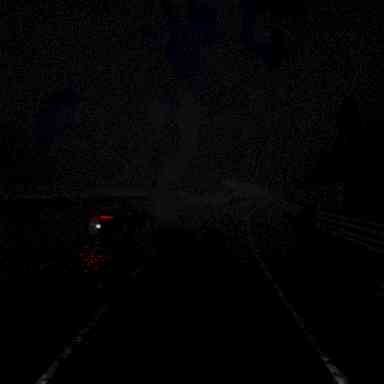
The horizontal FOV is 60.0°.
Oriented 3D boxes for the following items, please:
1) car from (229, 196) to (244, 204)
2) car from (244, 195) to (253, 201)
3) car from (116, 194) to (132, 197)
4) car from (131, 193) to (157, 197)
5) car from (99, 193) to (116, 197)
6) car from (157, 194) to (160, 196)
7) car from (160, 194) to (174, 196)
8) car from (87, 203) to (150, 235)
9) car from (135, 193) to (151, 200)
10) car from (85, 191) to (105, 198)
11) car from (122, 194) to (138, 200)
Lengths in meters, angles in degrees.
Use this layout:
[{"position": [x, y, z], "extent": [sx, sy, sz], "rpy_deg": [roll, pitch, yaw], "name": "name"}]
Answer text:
[{"position": [8.301, 1.579, 64.330], "extent": [2.033, 1.411, 5.357], "rpy_deg": [1, 0, 15], "name": "car"}, {"position": [13.936, 1.661, 85.651], "extent": [1.812, 1.442, 4.674], "rpy_deg": [1, 0, 15], "name": "car"}, {"position": [-12.814, 1.265, 66.616], "extent": [1.837, 1.490, 4.892], "rpy_deg": [1, 0, 15], "name": "car"}, {"position": [-9.419, 1.351, 65.772], "extent": [2.033, 1.411, 5.357], "rpy_deg": [1, 0, 15], "name": "car"}, {"position": [-16.217, 1.317, 67.438], "extent": [1.895, 1.301, 4.718], "rpy_deg": [1, 0, 15], "name": "car"}, {"position": [-8.771, 1.350, 81.911], "extent": [2.128, 1.511, 4.902], "rpy_deg": [1, 0, 15], "name": "car"}, {"position": [-5.375, 1.368, 81.064], "extent": [1.837, 1.490, 4.892], "rpy_deg": [1, 0, 15], "name": "car"}, {"position": [-3.868, 1.380, 18.277], "extent": [1.837, 1.490, 4.892], "rpy_deg": [1, 0, 15], "name": "car"}, {"position": [-12.154, 1.138, 82.803], "extent": [2.097, 1.767, 4.553], "rpy_deg": [1, 0, 15], "name": "car"}, {"position": [-19.602, 0.905, 68.306], "extent": [2.150, 2.045, 5.566], "rpy_deg": [1, 0, 15], "name": "car"}, {"position": [-15.553, 1.218, 83.642], "extent": [1.882, 1.535, 5.008], "rpy_deg": [1, 0, 15], "name": "car"}]
